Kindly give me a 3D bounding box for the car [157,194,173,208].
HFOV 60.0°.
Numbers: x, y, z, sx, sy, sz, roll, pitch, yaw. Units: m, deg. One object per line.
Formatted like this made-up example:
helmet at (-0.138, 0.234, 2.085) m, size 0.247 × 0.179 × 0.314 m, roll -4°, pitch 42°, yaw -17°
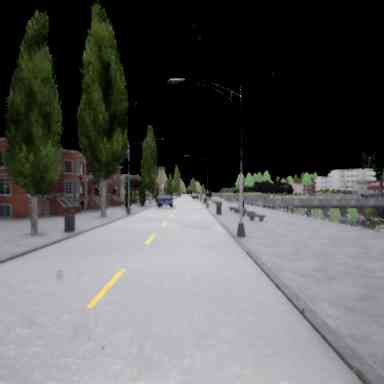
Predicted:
car at (-4.081, 1.371, 51.717) m, size 2.150 × 2.045 × 5.566 m, roll 0°, pitch 0°, yaw 0°
